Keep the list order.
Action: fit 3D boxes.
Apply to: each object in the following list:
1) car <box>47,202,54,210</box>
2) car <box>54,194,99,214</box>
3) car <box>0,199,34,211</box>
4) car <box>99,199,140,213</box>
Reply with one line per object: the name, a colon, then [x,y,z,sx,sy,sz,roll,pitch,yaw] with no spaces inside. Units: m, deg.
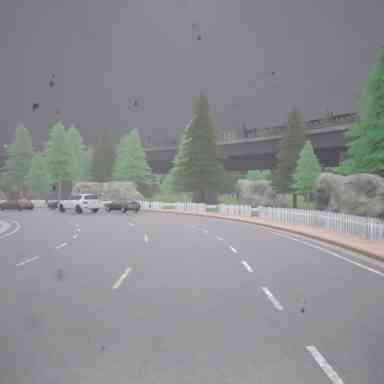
car: [-16.006,1.547,42.434,5.357,1.411,2.033,0,0,27]
car: [-12.211,1.221,35.889,5.566,2.045,2.150,0,0,39]
car: [-21.565,1.564,40.854,4.181,1.385,1.994,0,0,20]
car: [-7.631,1.491,36.284,2.128,1.511,4.902,0,0,-45]
